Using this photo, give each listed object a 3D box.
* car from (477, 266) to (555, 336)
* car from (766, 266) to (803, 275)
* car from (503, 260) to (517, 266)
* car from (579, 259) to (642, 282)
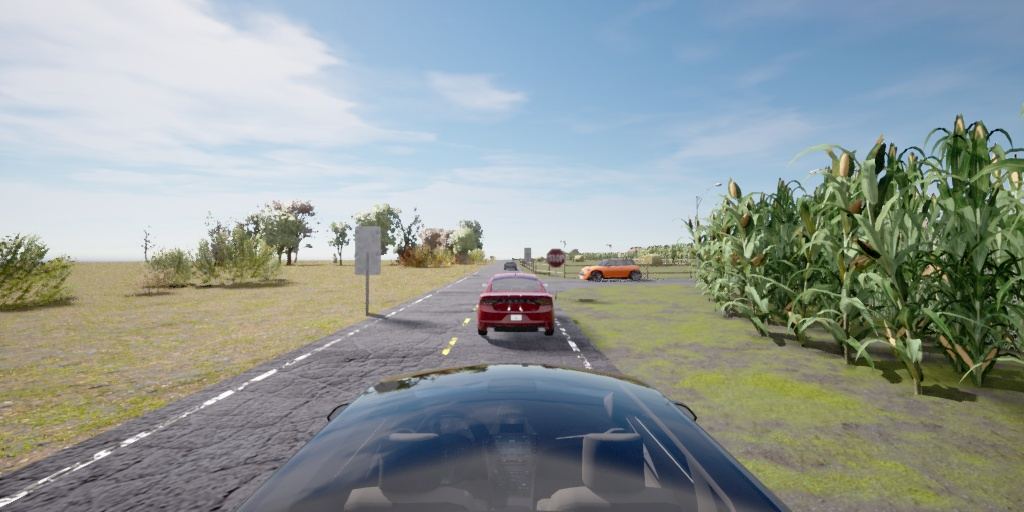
[{"bbox_3d":[0.094,1.231,10.498,1.882,1.535,5.008,0,0,0],"label":"car"},{"bbox_3d":[21.684,1.110,28.338,5.357,1.411,2.033,-1,-1,-1],"label":"car"},{"bbox_3d":[-0.245,1.290,54.549,2.128,1.511,4.902,0,0,-1],"label":"car"},{"bbox_3d":[7.522,1.045,27.726,4.553,1.767,2.097,-1,-1,-6],"label":"car"}]
